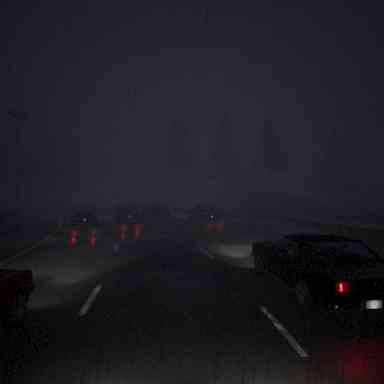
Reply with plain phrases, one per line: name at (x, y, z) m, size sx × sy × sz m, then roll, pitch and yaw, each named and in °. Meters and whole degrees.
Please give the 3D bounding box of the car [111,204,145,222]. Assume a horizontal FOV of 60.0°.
car at (-5.818, 1.738, 28.675) m, size 2.128 × 1.511 × 4.902 m, roll 0°, pitch -1°, yaw -21°

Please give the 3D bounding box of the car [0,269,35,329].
car at (-3.735, 1.642, 4.086) m, size 1.895 × 1.301 × 4.718 m, roll 0°, pitch 0°, yaw -4°

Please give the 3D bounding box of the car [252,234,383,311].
car at (2.905, 1.662, 7.930) m, size 1.895 × 1.301 × 4.718 m, roll 0°, pitch 0°, yaw -6°

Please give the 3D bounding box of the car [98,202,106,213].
car at (-12.179, 1.927, 41.472) m, size 1.994 × 1.385 × 4.181 m, roll 0°, pitch -1°, yaw -31°

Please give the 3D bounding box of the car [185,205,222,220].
car at (0.938, 1.852, 30.645) m, size 1.895 × 1.301 × 4.718 m, roll 0°, pitch -1°, yaw -21°

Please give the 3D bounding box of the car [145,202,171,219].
car at (-3.599, 1.752, 32.496) m, size 1.882 × 1.535 × 5.008 m, roll 0°, pitch -1°, yaw -23°

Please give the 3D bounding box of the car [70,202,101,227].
car at (-8.183, 1.748, 25.127) m, size 1.812 × 1.442 × 4.674 m, roll 0°, pitch -1°, yaw -19°
